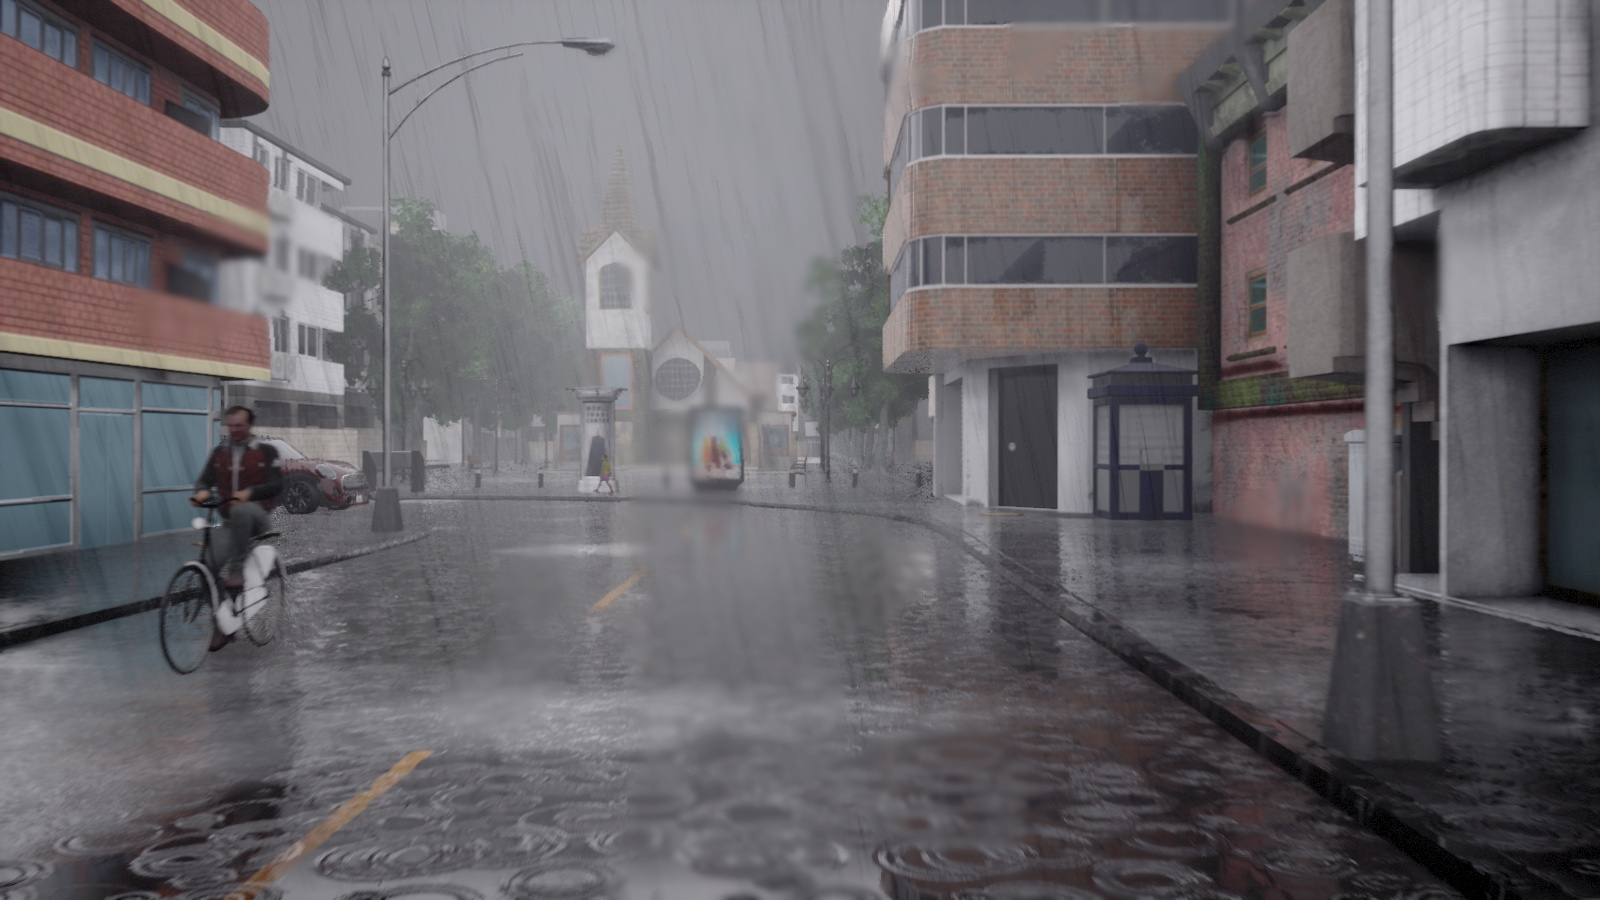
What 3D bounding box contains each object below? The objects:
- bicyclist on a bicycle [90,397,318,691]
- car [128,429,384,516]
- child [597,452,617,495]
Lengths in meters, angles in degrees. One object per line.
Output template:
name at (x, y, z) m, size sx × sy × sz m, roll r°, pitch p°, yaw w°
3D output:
bicyclist on a bicycle at (-3.949, 0.566, 8.497) m, size 0.659 × 1.776 × 1.843 m, roll 0°, pitch 0°, yaw 0°
car at (-11.531, 0.445, 26.837) m, size 4.553 × 1.767 × 2.097 m, roll 0°, pitch 0°, yaw 4°
child at (-5.201, 0.641, 33.910) m, size 0.473 × 1.160 × 0.299 m, roll 0°, pitch 0°, yaw 6°
